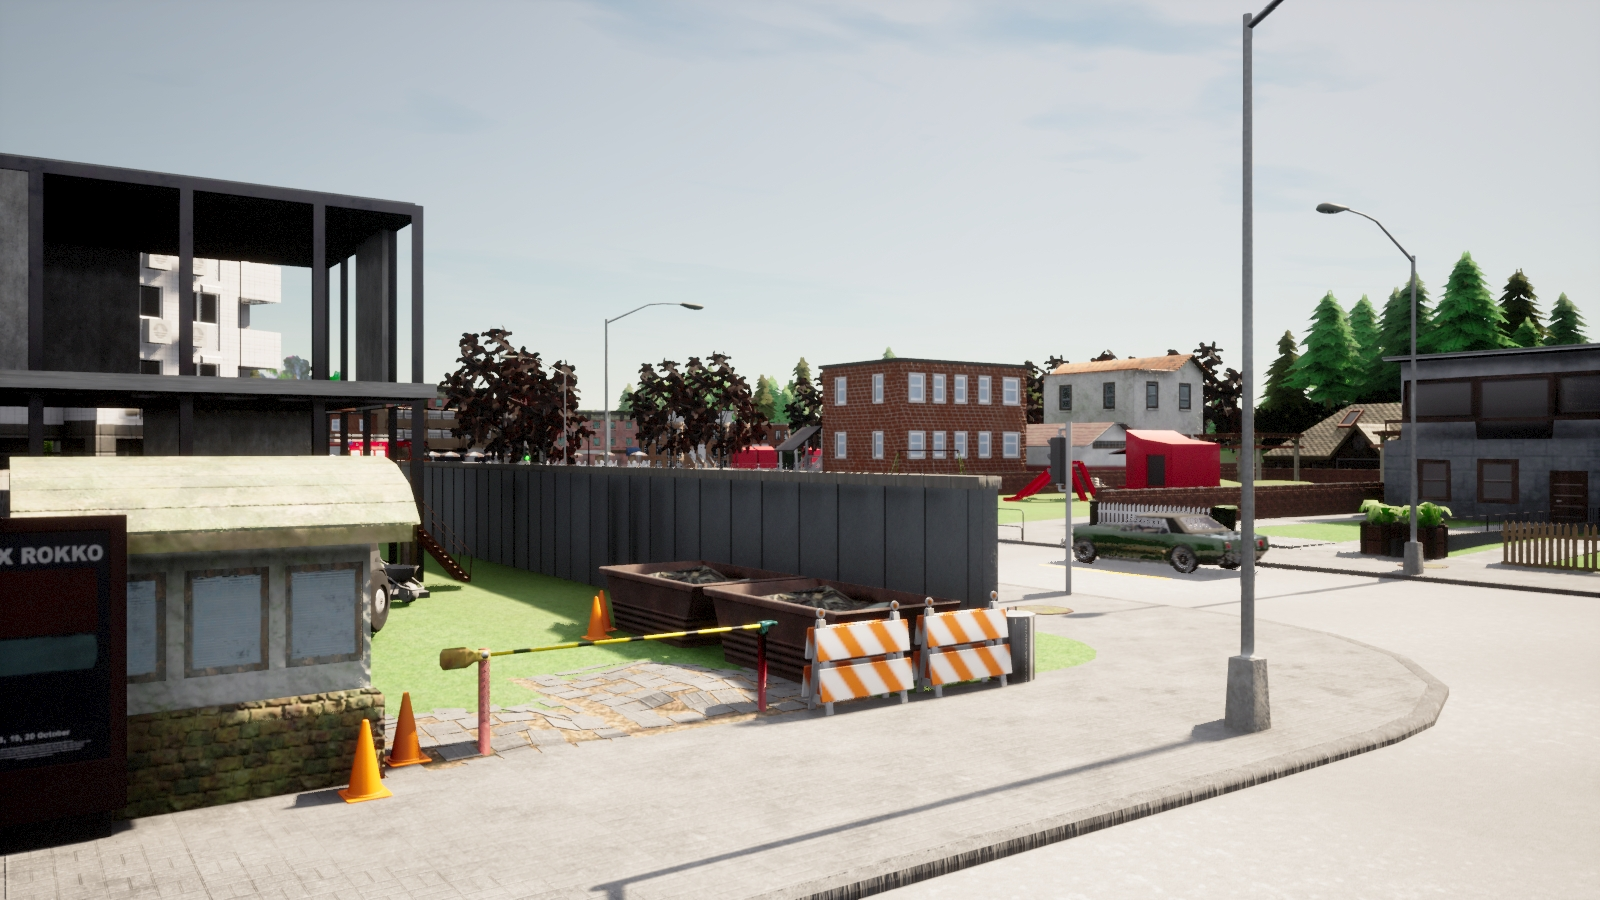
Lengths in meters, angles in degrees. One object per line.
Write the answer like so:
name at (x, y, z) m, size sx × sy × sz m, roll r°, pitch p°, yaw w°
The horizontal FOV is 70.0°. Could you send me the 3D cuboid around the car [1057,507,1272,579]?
car at (8.559, 2.146, 27.249) m, size 1.895 × 1.301 × 4.718 m, roll 0°, pitch 0°, yaw -35°
